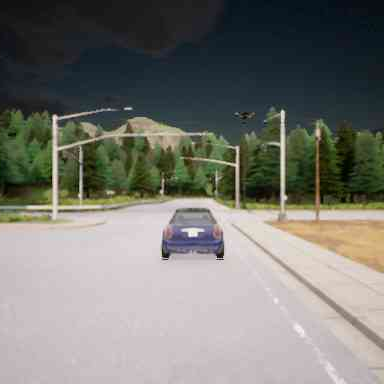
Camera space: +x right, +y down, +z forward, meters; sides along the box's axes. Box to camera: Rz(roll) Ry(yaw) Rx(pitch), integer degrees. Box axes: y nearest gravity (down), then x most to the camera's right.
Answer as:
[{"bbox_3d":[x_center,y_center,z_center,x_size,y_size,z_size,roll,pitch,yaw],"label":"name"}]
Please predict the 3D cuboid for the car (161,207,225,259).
[{"bbox_3d":[0.050,1.351,12.729,2.097,1.767,4.553,0,0,1],"label":"car"}]
